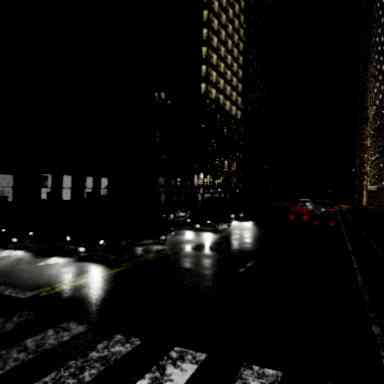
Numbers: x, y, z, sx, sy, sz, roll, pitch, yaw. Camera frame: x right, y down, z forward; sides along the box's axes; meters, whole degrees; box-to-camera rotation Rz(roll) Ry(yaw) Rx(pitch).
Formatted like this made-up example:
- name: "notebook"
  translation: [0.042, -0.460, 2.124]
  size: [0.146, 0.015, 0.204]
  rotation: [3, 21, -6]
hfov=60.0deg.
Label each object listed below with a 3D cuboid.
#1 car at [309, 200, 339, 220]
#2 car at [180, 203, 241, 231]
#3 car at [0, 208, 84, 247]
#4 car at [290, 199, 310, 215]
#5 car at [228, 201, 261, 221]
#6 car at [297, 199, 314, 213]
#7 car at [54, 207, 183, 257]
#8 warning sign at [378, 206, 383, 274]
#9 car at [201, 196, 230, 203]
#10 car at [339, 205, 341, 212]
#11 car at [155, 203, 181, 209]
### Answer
- name: "car"
  translation: [14.717, 1.941, 36.874]
  size: [2.150, 2.045, 5.566]
  rotation: [2, 0, 25]
- name: "car"
  translation: [1.405, 1.711, 22.497]
  size: [2.033, 1.411, 5.357]
  rotation: [2, 0, 23]
- name: "car"
  translation: [-5.460, 1.422, 14.631]
  size: [2.033, 1.411, 5.357]
  rotation: [2, 0, 23]
- name: "car"
  translation: [14.328, 2.088, 44.112]
  size: [2.097, 1.767, 4.553]
  rotation: [2, 0, 23]
- name: "car"
  translation: [5.376, 1.843, 31.828]
  size: [2.128, 1.511, 4.902]
  rotation: [2, 0, 23]
- name: "car"
  translation: [18.111, 2.133, 53.017]
  size: [2.150, 2.045, 5.566]
  rotation: [2, 0, 23]
- name: "car"
  translation: [-2.528, 1.524, 13.225]
  size: [2.033, 1.411, 5.357]
  rotation: [2, 0, 23]
- name: "warning sign"
  translation: [6.221, 1.399, 9.584]
  size: [1.300, 1.860, 1.060]
  rotation: [3, 1, 23]
- name: "car"
  translation: [2.304, 1.464, 32.891]
  size: [2.150, 2.045, 5.566]
  rotation: [2, 0, 22]
- name: "car"
  translation: [26.102, 2.715, 60.908]
  size: [1.882, 1.535, 5.008]
  rotation: [2, 0, 23]
- name: "car"
  translation: [-1.709, 1.557, 23.466]
  size: [1.837, 1.490, 4.892]
  rotation: [2, 0, 23]
